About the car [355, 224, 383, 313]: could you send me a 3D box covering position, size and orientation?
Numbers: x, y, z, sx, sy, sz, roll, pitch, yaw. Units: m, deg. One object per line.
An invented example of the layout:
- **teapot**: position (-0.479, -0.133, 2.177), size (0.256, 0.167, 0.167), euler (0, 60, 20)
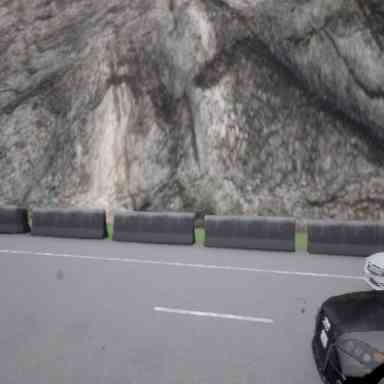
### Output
- **car**: position (5.976, 1.557, 6.496), size (4.674, 1.442, 1.812), euler (2, 1, 13)

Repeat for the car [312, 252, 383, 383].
- **car**: position (3.503, 1.591, 3.464), size (4.181, 1.385, 1.994), euler (2, 1, 13)
